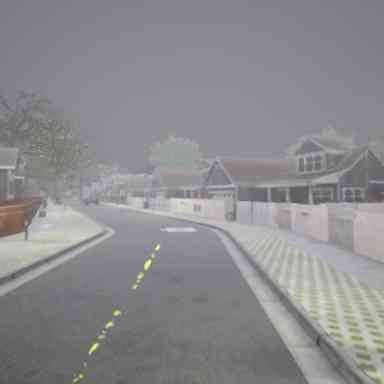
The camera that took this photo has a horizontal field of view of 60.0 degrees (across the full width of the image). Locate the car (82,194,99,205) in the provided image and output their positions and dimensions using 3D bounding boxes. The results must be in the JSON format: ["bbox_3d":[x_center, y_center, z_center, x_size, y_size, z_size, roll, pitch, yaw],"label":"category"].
[{"bbox_3d":[-19.151,1.477,63.807,2.150,2.045,5.566,0,0,-23],"label":"car"}]
